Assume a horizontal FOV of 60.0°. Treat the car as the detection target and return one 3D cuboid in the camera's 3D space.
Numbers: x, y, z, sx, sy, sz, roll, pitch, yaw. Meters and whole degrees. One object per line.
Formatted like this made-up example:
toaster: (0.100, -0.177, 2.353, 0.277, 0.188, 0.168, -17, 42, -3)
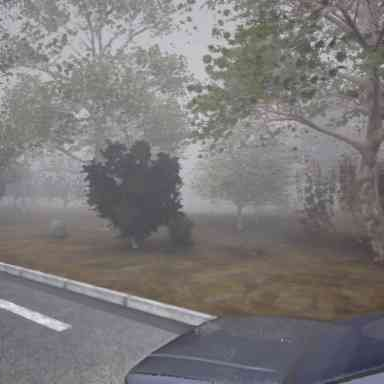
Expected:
car: (1.954, 1.546, 1.984, 5.357, 1.411, 2.033, 0, 0, 35)
